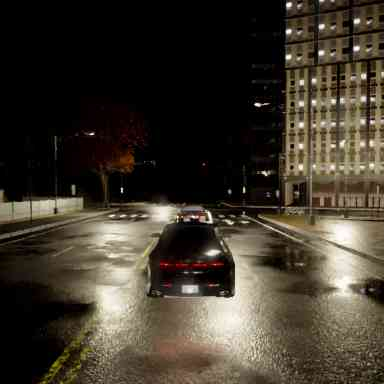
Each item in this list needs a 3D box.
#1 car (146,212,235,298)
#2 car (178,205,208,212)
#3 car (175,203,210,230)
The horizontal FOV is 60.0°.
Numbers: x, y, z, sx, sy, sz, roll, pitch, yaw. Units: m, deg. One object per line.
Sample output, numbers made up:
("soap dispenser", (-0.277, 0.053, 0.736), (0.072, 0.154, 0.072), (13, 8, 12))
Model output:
("car", (-0.020, 1.503, 8.478), (1.837, 1.490, 4.892), (0, 0, 0))
("car", (0.105, 1.486, 13.301), (2.128, 1.511, 4.902), (0, 0, 0))
("car", (0.046, 1.544, 22.324), (2.033, 1.411, 5.357), (0, 0, 0))
